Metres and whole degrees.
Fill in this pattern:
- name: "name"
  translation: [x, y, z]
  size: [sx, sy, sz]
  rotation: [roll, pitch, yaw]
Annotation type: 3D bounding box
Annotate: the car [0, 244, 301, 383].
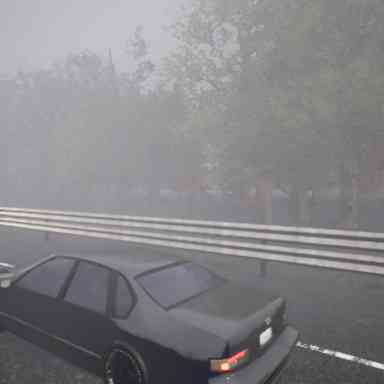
- name: "car"
  translation: [-1.279, 1.521, 4.898]
  size: [5.357, 1.411, 2.033]
  rotation: [0, 0, 35]
